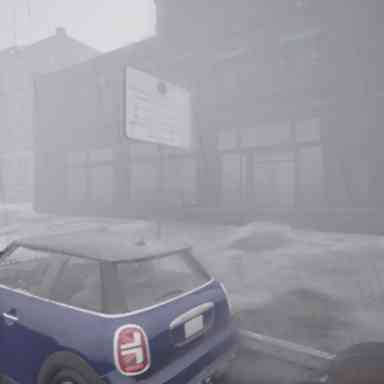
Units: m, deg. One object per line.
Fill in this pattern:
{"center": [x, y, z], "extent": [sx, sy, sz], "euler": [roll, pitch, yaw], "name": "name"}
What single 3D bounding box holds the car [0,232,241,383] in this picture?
{"center": [-1.715, 1.339, 4.528], "extent": [4.553, 1.767, 2.185], "euler": [0, 0, 35], "name": "car"}
